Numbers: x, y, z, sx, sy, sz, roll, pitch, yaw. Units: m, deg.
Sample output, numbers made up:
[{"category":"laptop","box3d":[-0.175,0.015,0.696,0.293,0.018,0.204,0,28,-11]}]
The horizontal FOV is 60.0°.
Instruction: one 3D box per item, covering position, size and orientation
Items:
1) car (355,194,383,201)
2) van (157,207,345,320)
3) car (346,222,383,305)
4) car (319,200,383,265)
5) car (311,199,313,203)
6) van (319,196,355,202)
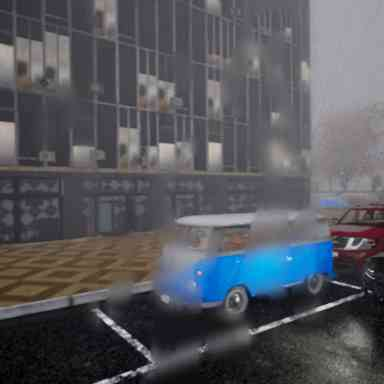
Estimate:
[{"category":"car","box3d":[26.000,1.291,49.652,2.192,1.841,5.009,-1,1,-36]},{"category":"van","box3d":[1.263,1.338,7.014,3.998,1.788,1.690,0,-1,-35]},{"category":"car","box3d":[5.575,1.473,7.046,5.008,1.535,1.882,0,0,-35]},{"category":"car","box3d":[5.779,1.310,10.235,5.009,1.841,2.192,0,-1,-35]},{"category":"car","box3d":[19.315,1.579,58.701,1.802,1.307,4.206,-1,1,-36]},{"category":"van","box3d":[19.260,1.425,45.028,1.690,1.788,3.998,-1,1,-36]}]
